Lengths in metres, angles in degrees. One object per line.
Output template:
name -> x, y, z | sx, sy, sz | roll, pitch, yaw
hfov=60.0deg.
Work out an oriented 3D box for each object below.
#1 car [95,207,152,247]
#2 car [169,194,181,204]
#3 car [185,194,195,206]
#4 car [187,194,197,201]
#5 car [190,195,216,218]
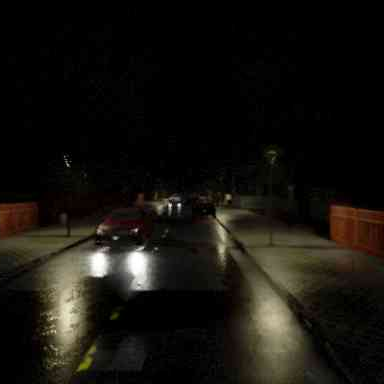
car -> -2.854, 1.432, 14.717 | 1.812, 1.442, 4.674 | 0, 0, 0
car -> -2.835, 1.143, 55.048 | 1.812, 1.442, 4.674 | 0, 0, 0
car -> 0.001, 1.153, 47.455 | 1.882, 1.535, 5.008 | 0, 1, 0
car -> -0.018, 1.061, 66.402 | 1.812, 1.442, 4.674 | 0, 0, 0
car -> 0.955, 1.295, 27.866 | 1.882, 1.535, 5.008 | 0, 0, 0
